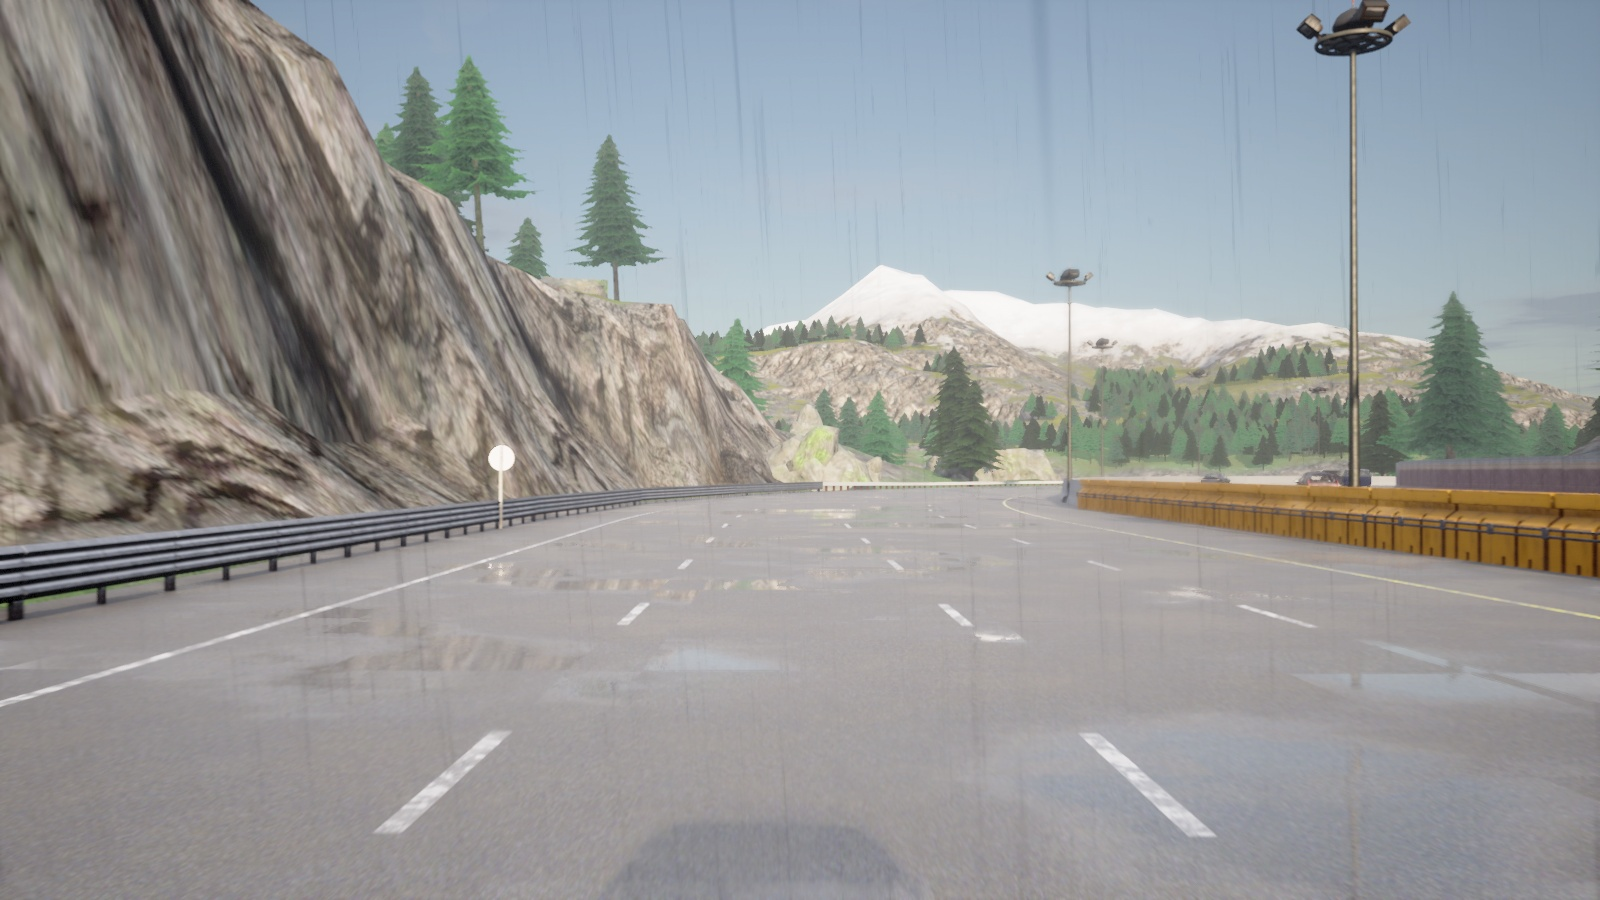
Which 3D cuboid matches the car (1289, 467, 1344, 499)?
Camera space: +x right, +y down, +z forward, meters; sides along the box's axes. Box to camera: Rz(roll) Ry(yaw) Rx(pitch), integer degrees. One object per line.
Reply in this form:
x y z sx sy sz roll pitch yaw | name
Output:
26.477 1.687 64.509 1.851 1.617 3.988 0 -1 11 | car
